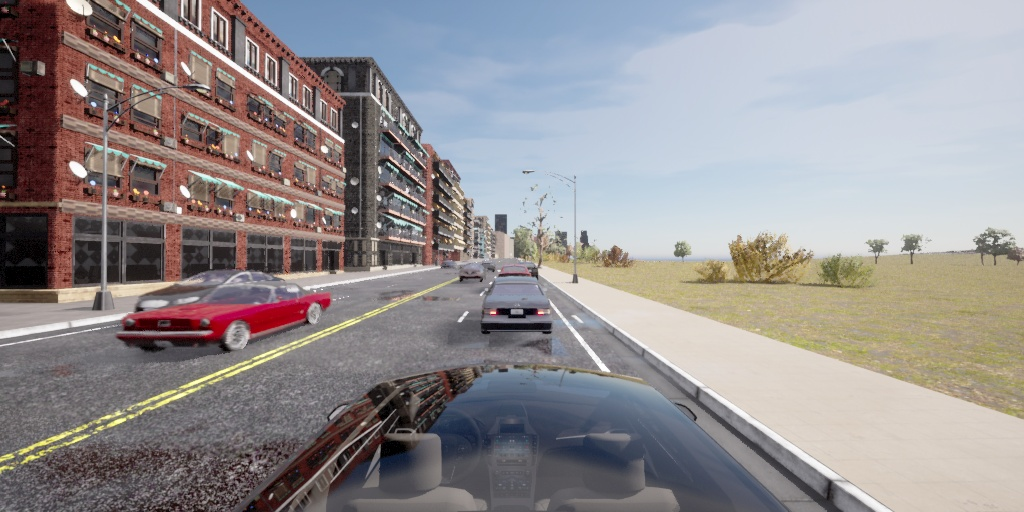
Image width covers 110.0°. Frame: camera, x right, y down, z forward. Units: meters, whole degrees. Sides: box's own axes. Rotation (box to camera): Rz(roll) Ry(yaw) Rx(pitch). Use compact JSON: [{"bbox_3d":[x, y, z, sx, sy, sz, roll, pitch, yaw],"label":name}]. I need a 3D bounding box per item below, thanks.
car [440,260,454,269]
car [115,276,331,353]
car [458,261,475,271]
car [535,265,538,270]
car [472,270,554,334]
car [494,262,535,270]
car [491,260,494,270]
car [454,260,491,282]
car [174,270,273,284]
[{"bbox_3d":[-9.714,1.317,55.198,1.994,1.385,4.181,0,0,0],"label":"car"},{"bbox_3d":[-6.584,1.352,8.986,1.895,1.301,4.718,0,0,0],"label":"car"},{"bbox_3d":[-6.481,1.354,51.357,1.895,1.301,4.718,0,0,0],"label":"car"},{"bbox_3d":[1.204,1.232,30.534,1.882,1.535,5.008,0,0,0],"label":"car"},{"bbox_3d":[0.119,1.299,10.557,2.033,1.411,5.357,0,0,0],"label":"car"},{"bbox_3d":[0.147,1.231,21.097,1.882,1.535,5.008,0,0,0],"label":"car"},{"bbox_3d":[-3.045,1.245,45.475,2.128,1.511,4.902,0,0,0],"label":"car"},{"bbox_3d":[-3.087,1.300,29.038,2.033,1.411,5.357,0,0,0],"label":"car"},{"bbox_3d":[-9.828,1.243,12.235,2.128,1.511,4.902,0,0,0],"label":"car"}]
